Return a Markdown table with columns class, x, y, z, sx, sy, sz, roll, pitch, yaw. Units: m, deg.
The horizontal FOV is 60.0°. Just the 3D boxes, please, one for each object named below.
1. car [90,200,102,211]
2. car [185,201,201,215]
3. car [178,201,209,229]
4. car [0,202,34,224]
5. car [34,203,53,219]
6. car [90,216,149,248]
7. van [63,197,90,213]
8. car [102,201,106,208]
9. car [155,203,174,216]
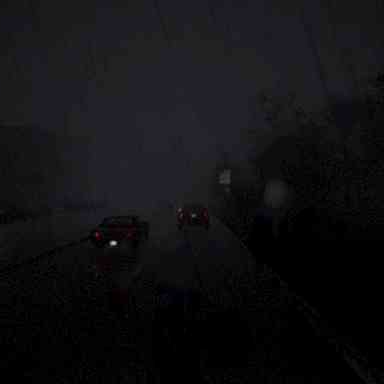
| class | x | y | z | sx | sy | sz | roll | pitch | yaw |
| --- | --- | --- | --- | --- | --- | --- | --- | --- | --- |
| car | -15.568 | 2.021 | 49.741 | 2.163 | 1.488 | 4.792 | 0 | -1 | 0 |
| car | 0.099 | 1.941 | 41.140 | 1.837 | 1.490 | 4.892 | 0 | -1 | 0 |
| car | 0.099 | 1.605 | 23.745 | 2.097 | 1.767 | 4.553 | 0 | -1 | 0 |
| car | -15.511 | 1.626 | 27.580 | 2.185 | 1.767 | 4.553 | 0 | -1 | 0 |
| car | -15.526 | 1.852 | 33.199 | 2.002 | 1.452 | 4.674 | 0 | -1 | 0 |
| car | -3.150 | 1.767 | 15.547 | 1.895 | 1.301 | 4.718 | 0 | -1 | 0 |
| van | -15.552 | 1.705 | 44.133 | 1.878 | 1.987 | 4.442 | 0 | -1 | 0 |
| car | -15.598 | 2.091 | 55.237 | 2.002 | 1.452 | 4.674 | -2 | -1 | 0 |
| car | -3.150 | 1.959 | 38.614 | 2.033 | 1.411 | 5.357 | 0 | -1 | 0 |
